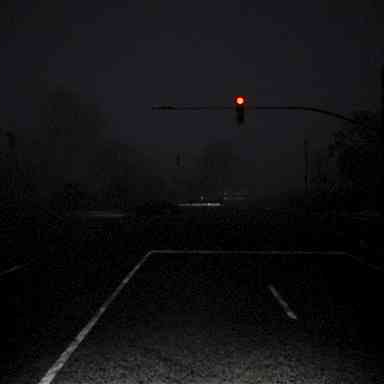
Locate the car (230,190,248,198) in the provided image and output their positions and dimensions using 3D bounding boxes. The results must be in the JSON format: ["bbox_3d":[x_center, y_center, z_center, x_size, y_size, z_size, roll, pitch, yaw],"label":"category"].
[{"bbox_3d":[9.747,0.310,66.453,1.812,1.442,4.674,0,4,26],"label":"car"}]

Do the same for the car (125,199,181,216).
[{"bbox_3d":[-3.542,1.365,30.245,5.008,1.535,1.882,0,0,3],"label":"car"}]

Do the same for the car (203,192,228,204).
[{"bbox_3d":[3.756,1.124,52.126,1.994,1.385,4.181,0,2,19],"label":"car"}]

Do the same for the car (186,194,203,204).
[{"bbox_3d":[0.620,1.043,53.746,1.837,1.490,4.892,0,2,20],"label":"car"}]

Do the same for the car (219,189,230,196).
[{"bbox_3d":[6.736,0.119,68.214,2.097,1.767,4.553,0,3,25],"label":"car"}]
